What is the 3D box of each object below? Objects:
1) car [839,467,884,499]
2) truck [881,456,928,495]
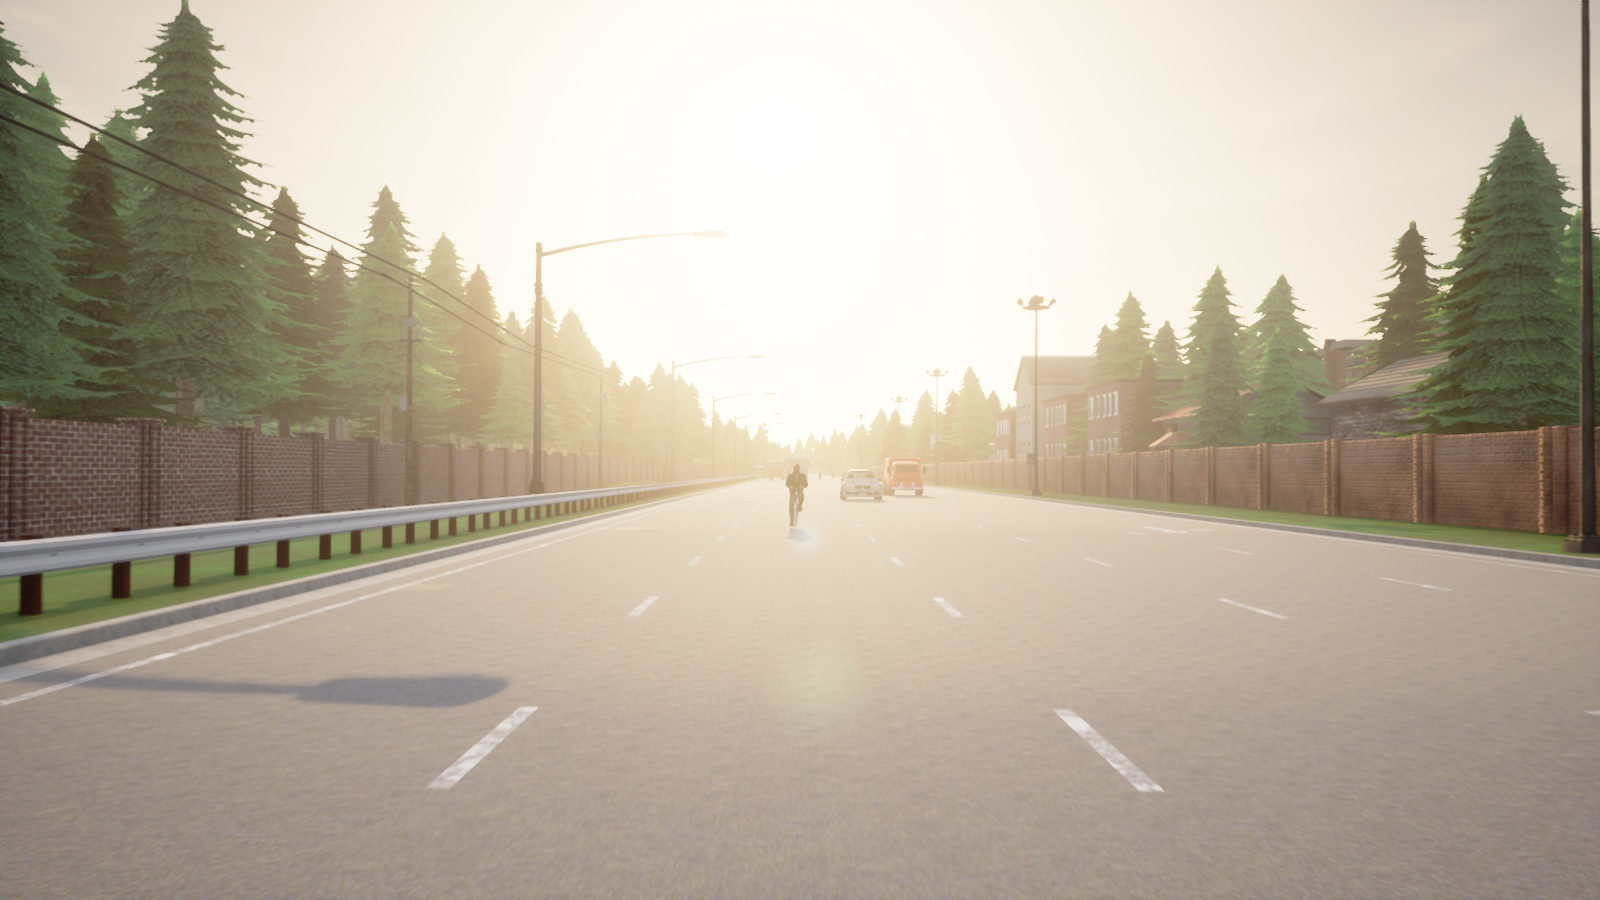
[{"bbox_3d":[3.330,1.794,68.617,2.242,1.667,4.611,0,-1,0],"label":"car"},{"bbox_3d":[6.795,1.676,82.140,2.627,2.467,5.204,0,-1,0],"label":"truck"}]
